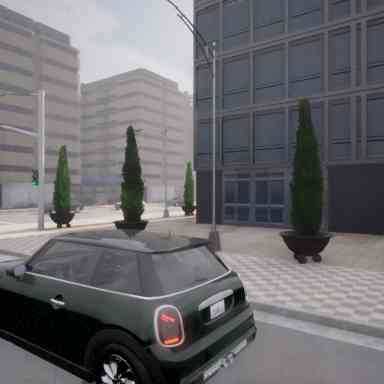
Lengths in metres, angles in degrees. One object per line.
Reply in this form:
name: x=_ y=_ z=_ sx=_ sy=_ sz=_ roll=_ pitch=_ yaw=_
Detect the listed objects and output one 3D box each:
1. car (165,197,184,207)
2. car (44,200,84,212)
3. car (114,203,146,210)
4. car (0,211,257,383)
car: x=-2.220 y=1.560 z=52.716 sx=1.837 sy=1.490 sz=4.892 roll=0 pitch=0 yaw=35
car: x=-14.062 y=1.560 z=35.955 sx=1.837 sy=1.490 sz=4.892 roll=0 pitch=0 yaw=35
car: x=-8.168 y=1.581 z=44.296 sx=1.812 sy=1.442 sz=4.674 roll=0 pitch=0 yaw=35
car: x=-1.439 y=1.352 z=5.018 sx=4.553 sy=1.767 sz=2.097 roll=0 pitch=0 yaw=35
